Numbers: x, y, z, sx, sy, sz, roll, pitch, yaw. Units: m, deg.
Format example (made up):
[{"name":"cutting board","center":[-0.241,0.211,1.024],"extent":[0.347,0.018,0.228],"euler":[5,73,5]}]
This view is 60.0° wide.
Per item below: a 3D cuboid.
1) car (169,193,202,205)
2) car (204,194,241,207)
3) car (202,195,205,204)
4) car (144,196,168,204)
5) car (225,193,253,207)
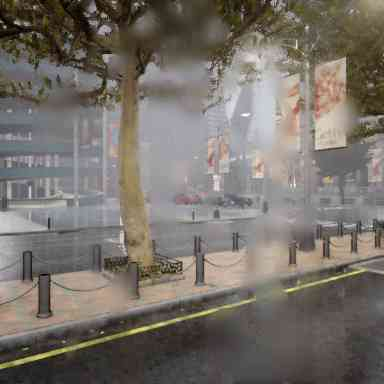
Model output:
[{"name":"car","center":[-1.175,1.221,58.707],"extent":[2.150,2.045,5.566],"euler":[0,0,-36]},{"name":"car","center":[4.572,1.491,50.696],"extent":[2.128,1.511,4.902],"euler":[0,0,-35]},{"name":"car","center":[1.486,1.352,60.933],"extent":[2.097,1.767,4.553],"euler":[0,0,-37]},{"name":"car","center":[-7.692,1.505,66.427],"extent":[4.892,1.490,1.837],"euler":[0,0,43]},{"name":"car","center":[7.184,1.221,53.067],"extent":[2.150,2.045,5.566],"euler":[0,0,-36]}]
